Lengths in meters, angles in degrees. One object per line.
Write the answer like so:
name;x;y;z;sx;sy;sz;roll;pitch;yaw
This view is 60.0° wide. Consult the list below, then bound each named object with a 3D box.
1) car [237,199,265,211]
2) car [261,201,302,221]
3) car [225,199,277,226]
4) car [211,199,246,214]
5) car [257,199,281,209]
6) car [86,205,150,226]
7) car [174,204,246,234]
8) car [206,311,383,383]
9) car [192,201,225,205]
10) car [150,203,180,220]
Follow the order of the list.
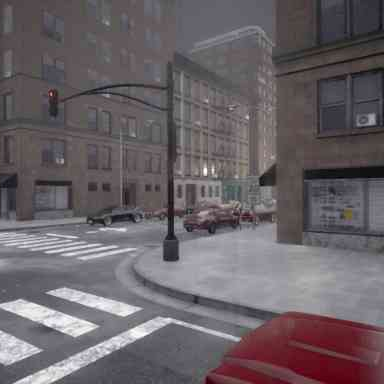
car;7.459;1.600;41.515;1.802;1.307;4.206;0;0;36
car;7.668;1.495;28.010;1.752;1.417;4.829;0;0;36
car;4.359;1.412;23.383;1.967;1.590;4.097;0;0;36
car;4.150;1.545;36.888;1.752;1.417;4.829;0;0;36
car;10.668;1.601;46.004;1.802;1.307;4.206;0;0;36
car;-5.380;1.590;23.560;1.947;1.339;4.313;0;0;36
car;1.149;1.555;18.893;1.802;1.307;4.206;0;0;36
car;2.351;1.601;2.013;4.718;1.301;1.895;0;0;36
car;1.040;1.565;32.538;1.887;1.381;4.507;0;0;36
car;-2.170;1.604;28.049;1.802;1.307;4.206;0;0;36
